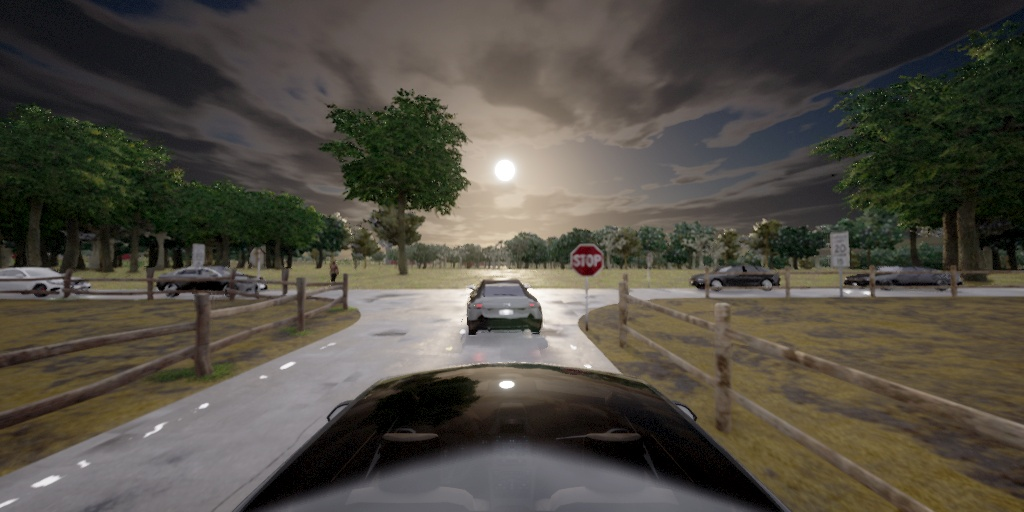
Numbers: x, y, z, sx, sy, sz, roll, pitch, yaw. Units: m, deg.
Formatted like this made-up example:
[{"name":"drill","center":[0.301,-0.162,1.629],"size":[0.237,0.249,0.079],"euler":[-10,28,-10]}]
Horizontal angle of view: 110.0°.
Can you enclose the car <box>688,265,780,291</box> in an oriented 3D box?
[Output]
[{"name":"car","center":[13.118,1.297,21.317],"size":[4.892,1.490,1.837],"euler":[0,-2,1]}]

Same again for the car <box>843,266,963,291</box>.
[{"name":"car","center":[22.948,1.289,21.162],"size":[5.357,1.411,2.033],"euler":[0,-2,2]}]

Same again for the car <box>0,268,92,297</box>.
[{"name":"car","center":[-24.592,1.319,18.392],"size":[4.674,1.442,1.812],"euler":[0,-2,0]}]

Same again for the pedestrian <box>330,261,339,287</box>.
[{"name":"pedestrian","center":[-12.131,1.226,24.381],"size":[0.375,1.860,0.375],"euler":[0,-2,0]}]

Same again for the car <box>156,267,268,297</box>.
[{"name":"car","center":[-15.247,1.289,18.400],"size":[4.902,1.511,2.128],"euler":[0,-2,0]}]

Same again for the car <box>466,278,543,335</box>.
[{"name":"car","center":[-0.362,1.350,10.759],"size":[1.994,1.385,4.181],"euler":[0,0,-6]}]
